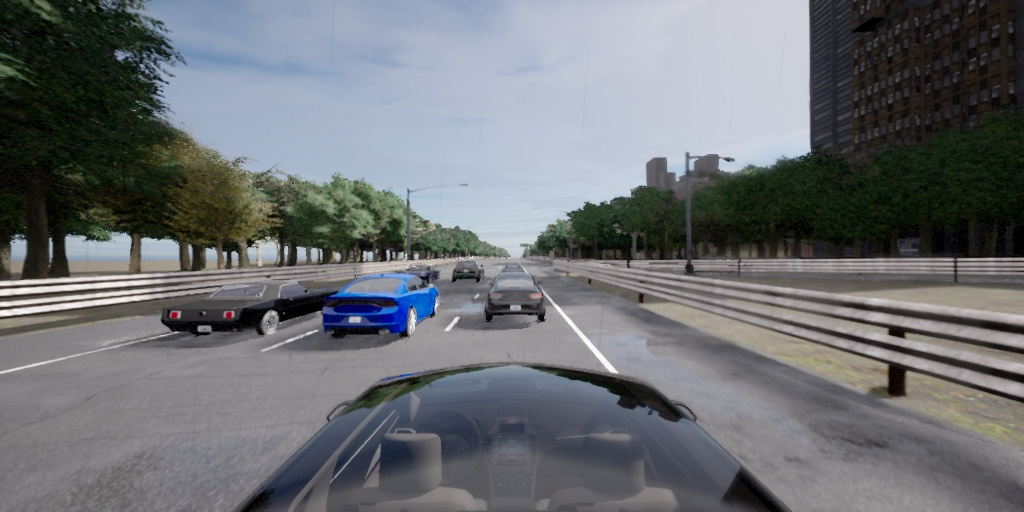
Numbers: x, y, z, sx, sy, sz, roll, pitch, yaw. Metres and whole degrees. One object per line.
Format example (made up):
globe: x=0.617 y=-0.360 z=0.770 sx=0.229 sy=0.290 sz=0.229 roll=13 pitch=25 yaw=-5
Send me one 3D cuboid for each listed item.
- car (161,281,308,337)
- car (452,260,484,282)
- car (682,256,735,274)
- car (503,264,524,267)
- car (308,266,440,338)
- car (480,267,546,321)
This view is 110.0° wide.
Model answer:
car: x=-6.900 y=1.352 z=10.278 sx=1.895 sy=1.301 sz=4.718 roll=0 pitch=0 yaw=0
car: x=-3.395 y=1.105 z=28.555 sx=2.097 sy=1.767 sz=4.553 roll=0 pitch=0 yaw=0
car: x=18.763 y=0.822 z=34.443 sx=2.097 sy=1.767 sz=4.553 roll=0 pitch=-1 yaw=-31
car: x=0.107 y=1.316 z=29.564 sx=1.994 sy=1.385 sz=4.181 roll=0 pitch=0 yaw=0
car: x=-3.397 y=1.229 z=10.236 sx=1.882 sy=1.535 sz=5.008 roll=0 pitch=0 yaw=0
car: x=0.103 y=1.277 z=12.262 sx=1.812 sy=1.442 sz=4.674 roll=0 pitch=0 yaw=0
